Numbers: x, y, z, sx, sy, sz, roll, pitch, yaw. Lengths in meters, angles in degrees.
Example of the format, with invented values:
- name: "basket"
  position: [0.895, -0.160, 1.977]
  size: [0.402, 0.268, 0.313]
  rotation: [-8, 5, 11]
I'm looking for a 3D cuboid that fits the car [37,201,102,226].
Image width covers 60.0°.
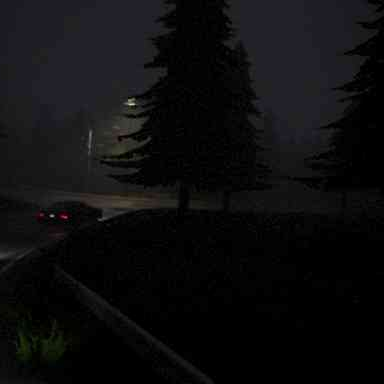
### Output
- name: "car"
  position: [-7.177, 1.260, 20.117]
  size: [2.033, 1.411, 5.357]
  rotation: [5, 2, 5]
